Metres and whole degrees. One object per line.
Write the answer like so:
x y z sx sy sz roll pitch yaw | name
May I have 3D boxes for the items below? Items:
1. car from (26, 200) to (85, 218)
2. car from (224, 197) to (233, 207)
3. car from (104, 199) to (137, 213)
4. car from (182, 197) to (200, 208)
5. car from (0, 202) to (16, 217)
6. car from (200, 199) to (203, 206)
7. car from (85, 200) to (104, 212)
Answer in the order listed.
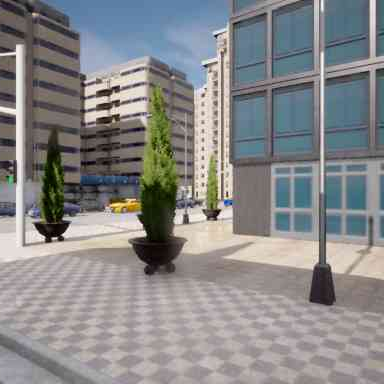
-12.465 1.581 30.207 1.812 1.442 4.674 0 0 35 | car
6.702 1.533 50.910 1.882 1.535 5.008 0 0 35 | car
-7.143 1.533 37.756 1.882 1.535 5.008 0 0 35 | car
-1.365 1.581 45.885 1.812 1.442 4.674 0 0 35 | car
-17.121 1.603 29.725 2.033 1.411 5.357 0 0 35 | car
-0.008 1.581 53.809 1.812 1.442 4.674 0 0 36 | car
-11.786 1.619 37.254 1.994 1.385 4.181 0 0 35 | car
